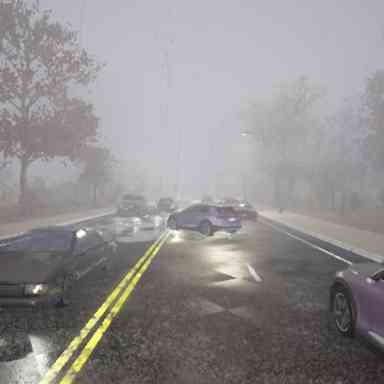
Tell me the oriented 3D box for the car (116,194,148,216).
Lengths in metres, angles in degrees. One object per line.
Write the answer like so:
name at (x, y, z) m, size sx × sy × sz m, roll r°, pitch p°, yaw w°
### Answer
car at (-5.787, 1.182, 32.634) m, size 2.150 × 2.045 × 5.566 m, roll 0°, pitch 0°, yaw 3°

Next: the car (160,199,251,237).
car at (0.579, 1.414, 18.315) m, size 2.033 × 1.649 × 4.856 m, roll 0°, pitch 1°, yaw -38°

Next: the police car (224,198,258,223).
police car at (3.759, 1.476, 25.521) m, size 2.038 × 1.542 × 4.974 m, roll 0°, pitch 0°, yaw 2°

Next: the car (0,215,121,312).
car at (-3.275, 1.542, 8.166) m, size 2.033 × 1.411 × 5.357 m, roll 0°, pitch 0°, yaw 1°

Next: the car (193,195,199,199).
car at (2.172, 1.434, 79.839) m, size 1.895 × 1.301 × 4.718 m, roll 0°, pitch 0°, yaw -33°

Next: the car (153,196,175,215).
car at (-2.501, 1.311, 33.018) m, size 2.097 × 1.767 × 4.553 m, roll 0°, pitch 0°, yaw 3°

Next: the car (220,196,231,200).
car at (4.260, 1.426, 36.433) m, size 1.882 × 1.535 × 5.008 m, roll 0°, pitch 0°, yaw 3°

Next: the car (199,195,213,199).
car at (2.913, 1.359, 62.320) m, size 1.882 × 1.535 × 5.008 m, roll 0°, pitch 0°, yaw 6°

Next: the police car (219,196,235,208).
police car at (4.931, 1.426, 47.338) m, size 2.038 × 1.542 × 4.974 m, roll 0°, pitch 0°, yaw 4°

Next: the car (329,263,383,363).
car at (3.263, 1.429, 3.678) m, size 2.033 × 1.649 × 4.856 m, roll 0°, pitch 0°, yaw 0°
